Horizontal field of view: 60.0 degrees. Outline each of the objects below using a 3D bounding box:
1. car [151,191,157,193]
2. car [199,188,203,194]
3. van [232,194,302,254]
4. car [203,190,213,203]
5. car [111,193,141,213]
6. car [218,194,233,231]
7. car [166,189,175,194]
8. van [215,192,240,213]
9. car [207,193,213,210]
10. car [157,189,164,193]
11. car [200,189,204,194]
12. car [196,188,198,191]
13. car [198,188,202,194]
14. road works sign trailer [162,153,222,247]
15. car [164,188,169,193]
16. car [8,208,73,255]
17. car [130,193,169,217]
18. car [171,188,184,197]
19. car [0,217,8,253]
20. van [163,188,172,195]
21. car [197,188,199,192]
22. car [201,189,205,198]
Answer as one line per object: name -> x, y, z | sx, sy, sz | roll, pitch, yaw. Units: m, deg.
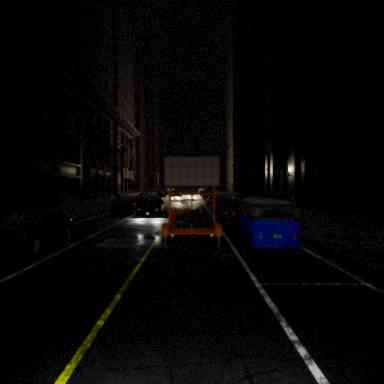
car -> -5.849, 0.813, 40.348 | 2.008, 1.369, 4.403 | 1, 1, 0
car -> 2.677, 0.488, 57.225 | 1.887, 1.381, 4.507 | 1, 1, 0
van -> 2.678, 1.120, 12.231 | 1.690, 1.788, 3.998 | 1, 1, 0
car -> 2.676, 0.813, 40.354 | 2.008, 1.369, 4.403 | 1, 1, 0
car -> -5.849, 1.016, 29.102 | 1.887, 1.381, 4.507 | 1, 1, 0
car -> 2.677, 1.118, 17.856 | 1.967, 1.590, 4.097 | 1, 1, 0
car -> -5.850, -0.150, 90.960 | 1.947, 1.339, 4.313 | 1, 1, 0
van -> 2.678, 0.916, 23.479 | 1.690, 1.788, 3.998 | 1, 1, 0
car -> 2.676, 1.022, 29.107 | 2.008, 1.369, 4.403 | 1, 1, 0
car -> -5.849, 0.579, 51.425 | 1.752, 1.417, 4.829 | 1, 1, 0
car -> 2.676, 0.595, 51.600 | 1.887, 1.381, 4.507 | 1, 1, 0
car -> 2.676, -0.061, 85.343 | 1.887, 1.381, 4.507 | 1, 1, 0
car -> 2.676, 0.380, 62.848 | 1.887, 1.381, 4.507 | 1, 1, 0
road works sign trailer -> 0.001, 0.217, 13.675 | 2.380, 3.560, 2.880 | 0, 1, 0
car -> -5.850, 0.417, 62.843 | 1.802, 1.307, 4.206 | 1, 1, 0
car -> -5.850, 1.324, 12.231 | 1.887, 1.381, 4.507 | 1, 1, 0
car -> -3.097, 1.079, 25.836 | 2.033, 1.411, 5.357 | 0, 1, 0
car -> -3.007, 0.231, 66.956 | 1.882, 1.535, 5.008 | 0, 1, 0
car -> -5.849, 1.320, 6.605 | 1.967, 1.590, 4.097 | 1, 1, 0
van -> -5.847, -0.154, 79.709 | 1.690, 1.788, 3.998 | 1, 1, 0
car -> 2.676, 0.292, 68.473 | 1.947, 1.339, 4.313 | 1, 1, 0
car -> 2.676, 0.702, 45.978 | 1.887, 1.381, 4.507 | 1, 1, 0
